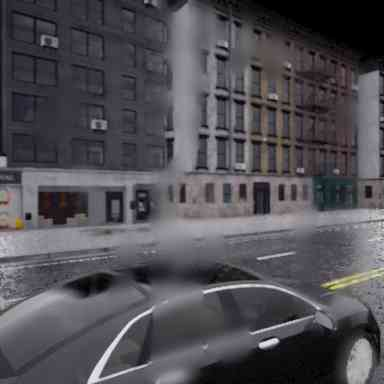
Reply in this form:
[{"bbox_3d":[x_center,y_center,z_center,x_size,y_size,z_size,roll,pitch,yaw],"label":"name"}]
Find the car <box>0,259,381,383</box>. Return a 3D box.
[{"bbox_3d":[0.116,1.503,3.522,4.892,1.490,1.837,0,0,-36],"label":"car"}]
